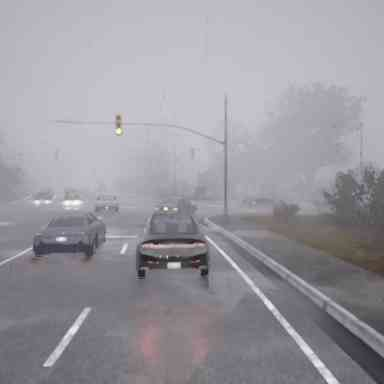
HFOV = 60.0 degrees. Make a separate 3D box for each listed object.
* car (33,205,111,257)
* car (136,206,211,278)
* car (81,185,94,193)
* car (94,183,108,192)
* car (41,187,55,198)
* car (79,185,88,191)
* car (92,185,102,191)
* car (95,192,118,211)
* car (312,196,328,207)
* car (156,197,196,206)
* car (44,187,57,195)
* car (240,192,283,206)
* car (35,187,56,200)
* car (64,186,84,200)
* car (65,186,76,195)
[{"bbox_3d":[-4.457,1.436,12.649,1.994,1.385,4.181,0,1,-8],"label":"car"},{"bbox_3d":[-0.598,1.411,9.960,2.128,1.511,4.902,0,1,-5],"label":"car"},{"bbox_3d":[-24.067,-0.655,75.329,1.882,1.535,5.008,-1,2,-21],"label":"car"},{"bbox_3d":[-20.821,-0.953,76.629,2.150,2.045,5.566,-1,2,-21],"label":"car"},{"bbox_3d":[-23.083,0.049,53.546,1.837,1.490,4.892,-1,2,-20],"label":"car"},{"bbox_3d":[-27.859,-1.021,85.021,1.882,1.535,5.008,-1,2,-21],"label":"car"},{"bbox_3d":[-24.595,-1.002,86.287,2.033,1.411,5.357,-1,2,-21],"label":"car"},{"bbox_3d":[-7.571,0.936,29.571,1.895,1.301,4.718,-1,2,-14],"label":"car"},{"bbox_3d":[16.701,0.969,39.762,4.892,1.490,1.837,2,1,-18],"label":"car"},{"bbox_3d":[-1.077,1.068,23.900,2.033,1.411,5.357,0,2,14],"label":"car"},{"bbox_3d":[-26.840,-0.251,63.247,2.128,1.511,4.902,-1,2,-21],"label":"car"},{"bbox_3d":[7.712,0.730,36.827,4.902,1.511,2.128,1,2,-18],"label":"car"},{"bbox_3d":[-20.019,0.384,45.192,1.994,1.385,4.181,-1,2,-19],"label":"car"},{"bbox_3d":[-16.853,0.264,46.574,2.128,1.511,4.902,-1,2,-23],"label":"car"},{"bbox_3d":[-23.798,-0.318,65.075,1.837,1.490,4.892,-1,2,-21],"label":"car"}]
